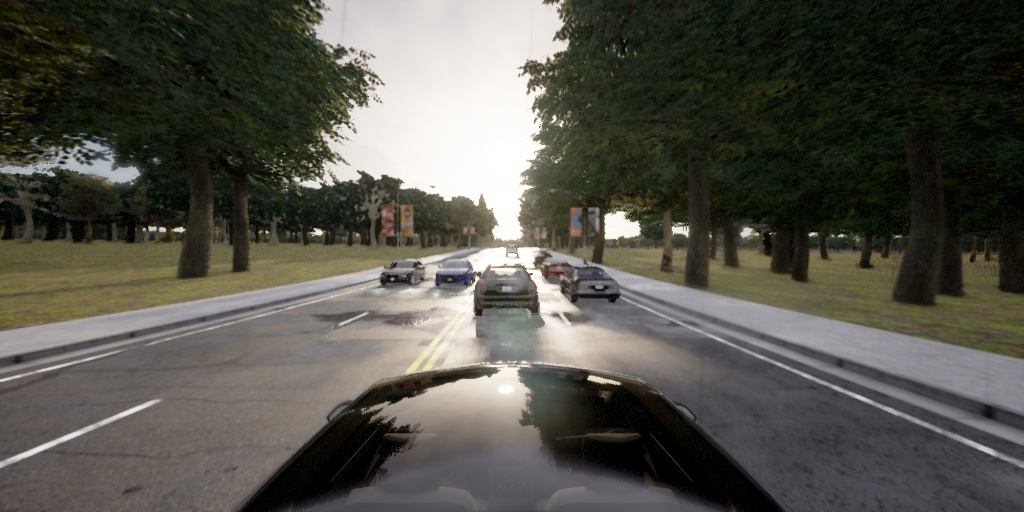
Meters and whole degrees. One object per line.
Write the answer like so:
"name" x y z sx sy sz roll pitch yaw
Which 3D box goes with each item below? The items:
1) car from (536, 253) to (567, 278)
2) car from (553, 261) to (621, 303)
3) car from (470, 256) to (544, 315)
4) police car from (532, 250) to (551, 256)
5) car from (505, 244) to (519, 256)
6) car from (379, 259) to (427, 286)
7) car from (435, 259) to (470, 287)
"car" 3.246 0.790 26.873 2.163 1.488 4.792 0 2 0
"car" 3.248 1.155 15.859 2.033 1.411 5.357 0 1 0
"car" -0.234 1.008 13.304 2.097 1.767 4.553 0 1 -2
"police car" 3.245 0.218 37.937 1.930 1.638 5.238 0 3 0
"car" 0.026 -1.023 60.111 2.150 2.045 5.566 0 3 1
"car" -6.597 0.952 22.186 1.837 1.490 4.892 0 2 0
"car" -3.348 0.935 21.801 1.882 1.535 5.008 0 2 0
